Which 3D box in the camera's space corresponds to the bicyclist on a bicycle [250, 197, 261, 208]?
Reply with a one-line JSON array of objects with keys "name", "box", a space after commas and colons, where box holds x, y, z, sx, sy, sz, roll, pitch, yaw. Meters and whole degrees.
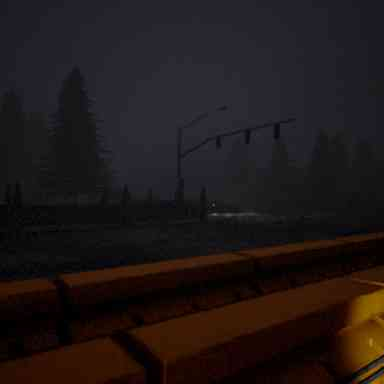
[{"name": "bicyclist on a bicycle", "box": [9.712, 1.557, 50.824, 1.656, 1.620, 0.582, 0, 0, -32]}]

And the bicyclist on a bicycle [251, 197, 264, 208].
[{"name": "bicyclist on a bicycle", "box": [10.065, 1.556, 49.955, 1.656, 1.620, 0.582, 0, 0, -7]}]

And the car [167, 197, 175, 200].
[{"name": "car", "box": [-3.911, 1.754, 63.560, 1.812, 1.442, 4.674, 0, 0, -6]}]

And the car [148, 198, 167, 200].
[{"name": "car", "box": [-7.362, 1.749, 61.743, 2.033, 1.411, 5.357, 0, 0, -36]}]

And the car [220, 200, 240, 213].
[{"name": "car", "box": [3.677, 1.657, 40.228, 1.882, 1.535, 5.008, 0, 0, -36]}]

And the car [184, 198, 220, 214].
[{"name": "car", "box": [0.712, 1.508, 38.361, 2.097, 1.767, 4.553, 0, 0, -36]}]
